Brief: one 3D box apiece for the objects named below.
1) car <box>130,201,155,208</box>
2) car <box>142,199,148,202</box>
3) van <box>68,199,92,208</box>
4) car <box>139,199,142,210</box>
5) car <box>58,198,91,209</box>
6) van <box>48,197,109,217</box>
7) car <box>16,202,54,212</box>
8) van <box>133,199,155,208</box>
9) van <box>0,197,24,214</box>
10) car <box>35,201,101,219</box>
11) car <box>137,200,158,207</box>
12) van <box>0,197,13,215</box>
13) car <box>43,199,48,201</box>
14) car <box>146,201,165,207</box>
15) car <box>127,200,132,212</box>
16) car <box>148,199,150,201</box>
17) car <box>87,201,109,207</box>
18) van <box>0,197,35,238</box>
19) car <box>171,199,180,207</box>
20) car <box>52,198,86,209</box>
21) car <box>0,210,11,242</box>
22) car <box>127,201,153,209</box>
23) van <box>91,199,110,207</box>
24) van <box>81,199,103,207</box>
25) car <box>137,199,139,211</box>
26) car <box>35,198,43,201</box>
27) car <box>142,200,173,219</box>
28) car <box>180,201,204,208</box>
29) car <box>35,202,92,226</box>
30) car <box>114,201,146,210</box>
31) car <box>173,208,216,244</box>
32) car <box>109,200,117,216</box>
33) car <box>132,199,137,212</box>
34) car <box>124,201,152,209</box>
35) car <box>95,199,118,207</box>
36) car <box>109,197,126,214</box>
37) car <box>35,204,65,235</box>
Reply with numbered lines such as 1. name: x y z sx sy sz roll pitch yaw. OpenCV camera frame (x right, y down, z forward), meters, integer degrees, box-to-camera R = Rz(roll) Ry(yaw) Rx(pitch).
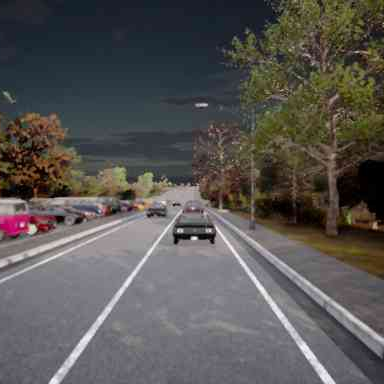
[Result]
1. car: -10.242 2.622 68.923 4.792 1.488 2.163 0 -1 0
2. car: -10.101 2.176 52.272 5.366 1.575 1.946 0 -1 0
3. van: -23.234 2.368 69.019 4.442 1.987 1.878 0 -1 0
4. car: -10.257 1.984 49.499 4.553 1.767 2.185 0 -1 0
5. car: -23.325 2.274 66.251 5.566 2.045 2.435 0 -1 0
6. van: -10.189 1.476 30.089 4.442 1.987 1.878 0 -1 0
7. car: -23.366 2.153 49.628 4.674 1.452 2.002 0 -1 0
8. van: -10.385 2.435 71.705 4.442 1.987 1.878 0 -1 0
9. van: -23.493 1.677 41.201 4.442 1.987 1.878 0 -1 0
10. car: -10.311 1.717 27.311 4.674 1.452 2.002 0 -1 0
11. car: -10.295 2.676 77.250 4.553 1.767 2.185 0 -2 0
12. van: -23.495 1.612 38.557 4.442 1.987 1.878 0 -1 0
13. car: -23.365 2.044 46.859 5.008 1.535 2.097 0 -1 0
14. car: -10.255 3.323 93.887 4.892 1.521 2.231 0 -2 0
15. car: -10.299 1.943 41.169 4.674 1.452 2.002 0 -1 0
16. car: -10.288 2.318 57.822 4.892 1.521 2.231 0 -1 0
17. car: -23.368 2.985 82.726 4.792 1.488 2.163 0 -2 0
18. van: -10.435 1.354 16.209 4.442 1.987 1.878 0 -1 0
19. car: -3.283 2.749 73.543 1.895 1.301 4.718 0 -2 0
20. car: -23.328 2.205 63.482 5.566 2.045 2.435 0 -1 0
21. car: -10.323 1.596 13.430 4.674 1.452 2.002 0 0 0
22. car: -10.245 2.553 66.148 4.792 1.488 2.163 0 -1 0
23. van: -23.453 2.816 85.503 4.442 1.987 1.878 0 -2 0
24. van: -23.235 2.578 77.343 4.442 1.987 1.878 0 -2 0
25. car: -10.260 1.915 46.724 4.553 1.767 2.185 0 -1 0
26. car: -23.345 1.721 43.971 5.566 2.045 2.435 0 -1 0
27. car: -3.338 1.846 33.116 2.033 1.411 5.357 0 -1 0
28. car: 0.110 1.663 33.896 2.097 1.767 4.553 0 -1 0
29. car: -10.281 1.683 24.534 4.792 1.488 2.163 0 -1 0
30. car: -10.277 2.249 55.047 4.892 1.521 2.231 0 -1 0
31. car: 0.106 1.695 16.331 1.895 1.301 4.718 0 -1 0
32. car: -10.333 1.756 32.869 4.792 1.488 2.163 0 -1 0
33. car: -10.288 1.972 43.945 5.008 1.535 2.097 0 -1 0
34. car: -10.247 2.484 63.372 4.792 1.488 2.163 0 -1 0
35. car: -23.360 2.978 91.165 5.566 2.045 2.435 0 -2 0
36. car: -10.329 1.514 35.626 5.566 2.045 2.435 0 -1 0
37. car: -10.321 1.604 18.983 5.008 1.535 2.097 0 0 0
